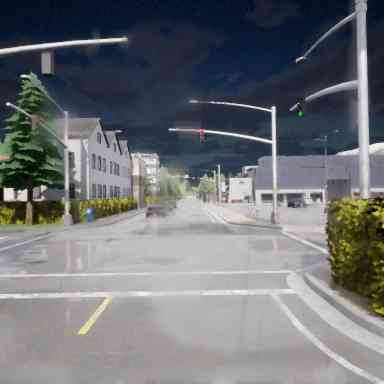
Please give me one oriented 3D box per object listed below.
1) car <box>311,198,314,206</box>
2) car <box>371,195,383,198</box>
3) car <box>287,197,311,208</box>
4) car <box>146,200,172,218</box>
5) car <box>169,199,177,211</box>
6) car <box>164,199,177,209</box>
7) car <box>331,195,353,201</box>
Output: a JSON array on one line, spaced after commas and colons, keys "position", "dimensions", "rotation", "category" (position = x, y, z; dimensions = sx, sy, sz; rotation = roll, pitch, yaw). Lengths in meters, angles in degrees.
[{"position": [19.092, 1.573, 56.179], "dimensions": [1.970, 1.475, 3.806], "rotation": [-1, -1, 0], "category": "car"}, {"position": [19.128, 1.183, 31.253], "dimensions": [1.905, 1.878, 3.866], "rotation": [-1, -1, 0], "category": "car"}, {"position": [15.444, 1.629, 49.122], "dimensions": [2.007, 1.523, 4.514], "rotation": [-1, -1, 0], "category": "car"}, {"position": [-3.588, 1.844, 34.567], "dimensions": [2.033, 1.411, 5.357], "rotation": [-1, -1, 0], "category": "car"}, {"position": [-3.572, 1.885, 44.863], "dimensions": [2.128, 1.511, 4.902], "rotation": [-1, -1, 0], "category": "car"}, {"position": [-3.523, 1.995, 55.276], "dimensions": [1.837, 1.490, 4.892], "rotation": [-1, -1, 0], "category": "car"}, {"position": [25.507, 1.398, 56.516], "dimensions": [2.152, 1.636, 5.027], "rotation": [-1, -1, 0], "category": "car"}]
